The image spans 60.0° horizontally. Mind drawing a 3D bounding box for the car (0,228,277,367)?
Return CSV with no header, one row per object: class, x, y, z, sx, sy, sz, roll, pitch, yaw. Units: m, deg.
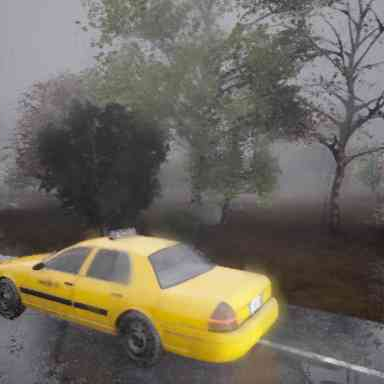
car,-1.375,1.388,5.597,5.366,1.575,1.801,0,1,32
